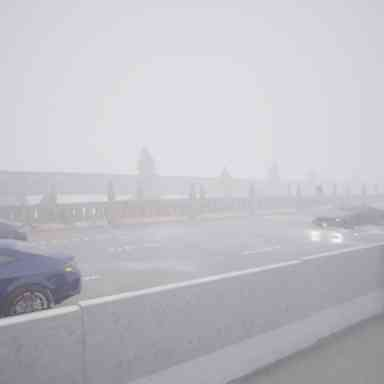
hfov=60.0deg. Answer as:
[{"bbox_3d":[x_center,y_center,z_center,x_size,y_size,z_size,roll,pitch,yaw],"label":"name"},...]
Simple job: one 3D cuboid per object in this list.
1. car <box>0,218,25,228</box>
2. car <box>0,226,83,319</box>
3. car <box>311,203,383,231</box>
[{"bbox_3d":[-8.069,1.529,11.138,4.674,1.442,1.812,-2,1,-36],"label":"car"},{"bbox_3d":[-4.188,1.533,5.305,4.674,1.442,1.812,-2,1,-36],"label":"car"},{"bbox_3d":[9.260,1.348,19.390,5.357,1.411,2.033,-1,0,-36],"label":"car"}]
